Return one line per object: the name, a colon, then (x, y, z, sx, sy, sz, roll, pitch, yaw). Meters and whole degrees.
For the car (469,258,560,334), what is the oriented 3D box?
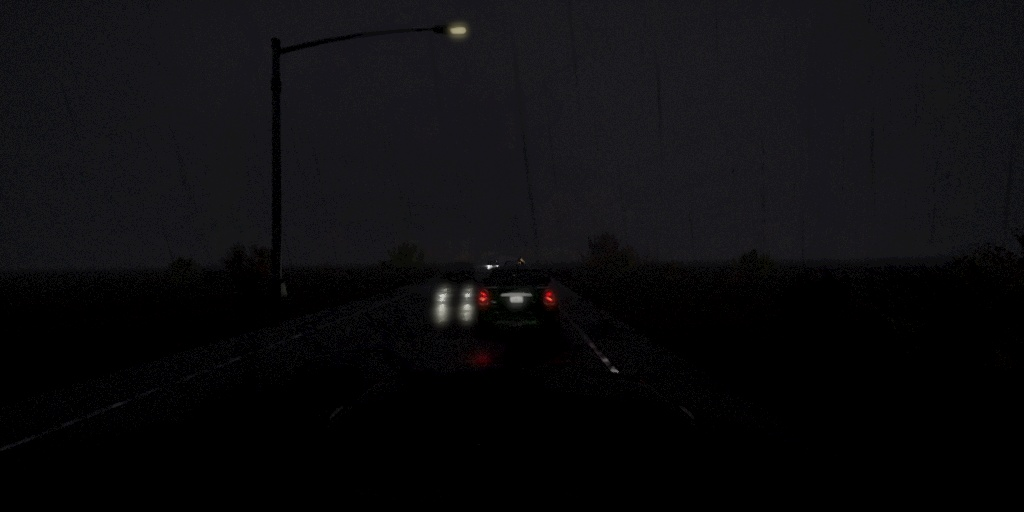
car: (0.118, 1.048, 10.609, 2.097, 1.767, 4.553, 0, 0, 0)

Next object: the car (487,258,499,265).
car: (-3.396, 0.982, 65.295, 1.895, 1.301, 4.718, 0, 0, 1)

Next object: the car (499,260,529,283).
car: (0.158, 1.088, 27.560, 2.128, 1.511, 4.902, 0, 0, 0)

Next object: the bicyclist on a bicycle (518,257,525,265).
bicyclist on a bicycle: (1.034, 0.968, 38.750, 0.866, 1.612, 1.509, 0, 0, 0)

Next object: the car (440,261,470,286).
car: (-3.548, 1.093, 24.352, 1.882, 1.535, 5.008, 0, 0, 0)
